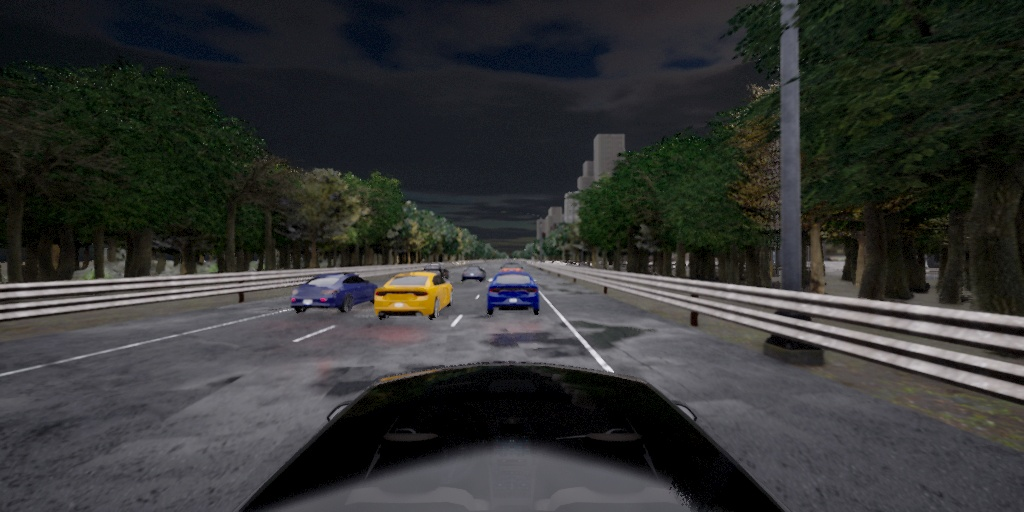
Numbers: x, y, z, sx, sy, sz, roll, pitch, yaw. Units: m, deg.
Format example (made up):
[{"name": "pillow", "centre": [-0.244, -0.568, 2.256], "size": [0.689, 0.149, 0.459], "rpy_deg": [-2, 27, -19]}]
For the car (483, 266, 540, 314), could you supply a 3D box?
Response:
[{"name": "car", "centre": [0.040, 1.359, 14.545], "size": [1.882, 1.535, 5.008], "rpy_deg": [0, 0, 0]}]

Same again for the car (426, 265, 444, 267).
[{"name": "car", "centre": [-7.029, 1.555, 33.131], "size": [2.128, 1.511, 4.902], "rpy_deg": [0, -1, 0]}]

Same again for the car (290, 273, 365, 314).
[{"name": "car", "centre": [-6.957, 1.408, 14.505], "size": [1.812, 1.442, 4.674], "rpy_deg": [0, 0, 0]}]

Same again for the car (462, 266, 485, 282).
[{"name": "car", "centre": [-3.531, 1.632, 33.678], "size": [1.994, 1.385, 4.181], "rpy_deg": [0, -1, 0]}]

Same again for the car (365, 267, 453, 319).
[{"name": "car", "centre": [-3.451, 1.348, 13.397], "size": [1.882, 1.535, 5.008], "rpy_deg": [0, 0, 0]}]

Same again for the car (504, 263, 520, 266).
[{"name": "car", "centre": [-0.028, 1.412, 32.924], "size": [2.097, 1.767, 4.553], "rpy_deg": [0, -1, 0]}]
